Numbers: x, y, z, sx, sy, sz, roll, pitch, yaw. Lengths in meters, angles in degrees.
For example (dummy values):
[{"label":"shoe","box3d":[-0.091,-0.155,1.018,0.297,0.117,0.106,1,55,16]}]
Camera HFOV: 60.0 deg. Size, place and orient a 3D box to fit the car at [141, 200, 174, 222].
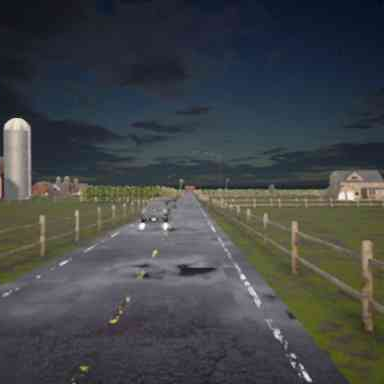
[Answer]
[{"label":"car","box3d":[-2.822,1.439,26.898,2.097,1.767,4.553,0,0,0]}]
